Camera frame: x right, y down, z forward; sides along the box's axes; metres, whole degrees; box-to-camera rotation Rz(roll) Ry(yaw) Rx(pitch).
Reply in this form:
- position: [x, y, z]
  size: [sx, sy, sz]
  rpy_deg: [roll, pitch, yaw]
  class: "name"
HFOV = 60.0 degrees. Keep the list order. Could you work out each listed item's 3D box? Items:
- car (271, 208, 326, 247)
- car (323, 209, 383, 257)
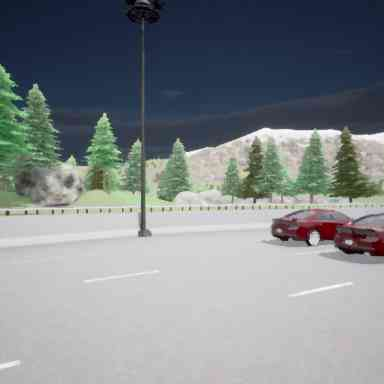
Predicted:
- position: [5.931, 1.485, 15.023]
  size: [5.008, 1.535, 1.882]
  rpy_deg: [0, 0, -24]
  class: "car"
- position: [7.360, 1.485, 11.828]
  size: [5.008, 1.535, 1.882]
  rpy_deg: [0, 0, -24]
  class: "car"
